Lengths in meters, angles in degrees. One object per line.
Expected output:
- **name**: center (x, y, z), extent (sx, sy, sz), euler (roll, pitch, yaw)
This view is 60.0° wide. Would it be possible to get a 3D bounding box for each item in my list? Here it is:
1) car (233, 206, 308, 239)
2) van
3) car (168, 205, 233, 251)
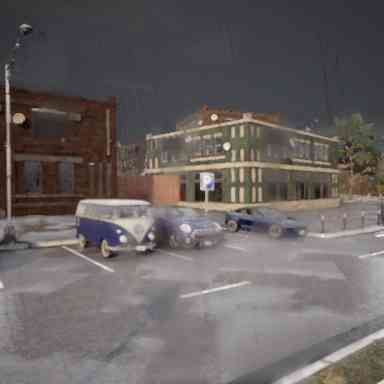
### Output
- **car**: center (3.794, 1.505, 17.610), extent (2.163, 1.488, 4.792), euler (0, 0, -35)
- **van**: center (-2.951, 1.270, 12.699), extent (1.878, 1.987, 4.442), euler (0, 0, -35)
- **car**: center (-0.668, 1.367, 14.506), extent (2.185, 1.767, 4.553), euler (0, 0, -35)
